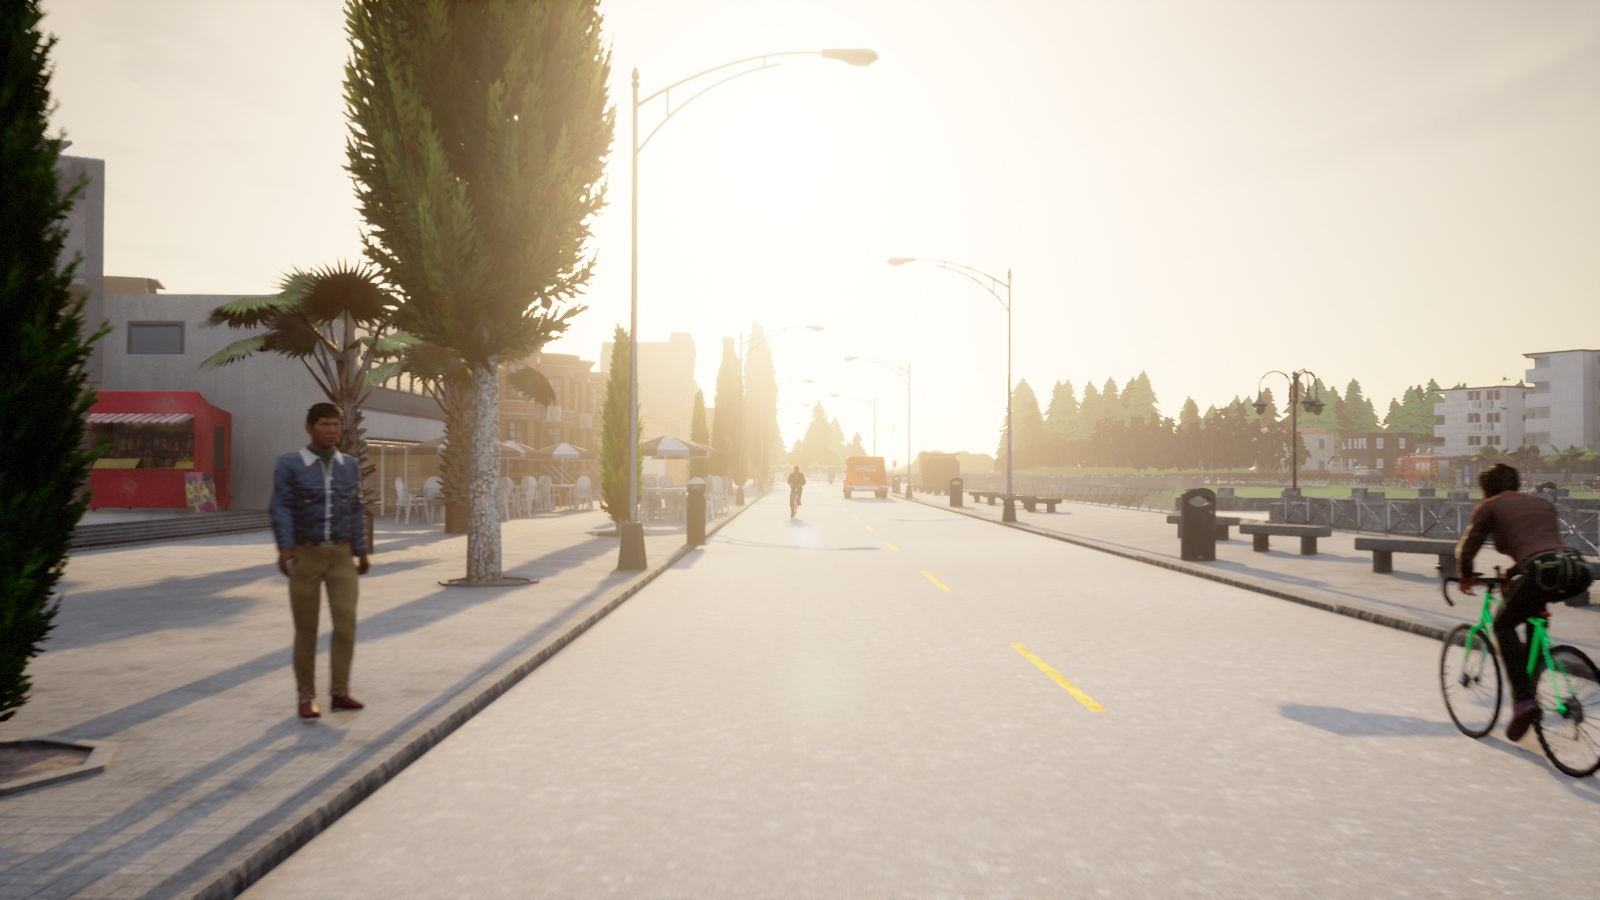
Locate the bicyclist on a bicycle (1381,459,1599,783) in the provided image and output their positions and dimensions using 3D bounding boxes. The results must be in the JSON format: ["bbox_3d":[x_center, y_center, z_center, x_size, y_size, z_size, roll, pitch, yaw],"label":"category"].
[{"bbox_3d":[3.980,0.871,7.123,0.582,1.620,1.656,0,-1,0],"label":"bicyclist on a bicycle"}]

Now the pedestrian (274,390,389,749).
[{"bbox_3d":[-2.727,0.657,7.287,0.423,1.949,0.788,0,-1,-36],"label":"pedestrian"}]

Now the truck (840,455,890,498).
[{"bbox_3d":[3.805,1.557,74.348,2.627,2.467,5.204,0,-1,0],"label":"truck"}]
